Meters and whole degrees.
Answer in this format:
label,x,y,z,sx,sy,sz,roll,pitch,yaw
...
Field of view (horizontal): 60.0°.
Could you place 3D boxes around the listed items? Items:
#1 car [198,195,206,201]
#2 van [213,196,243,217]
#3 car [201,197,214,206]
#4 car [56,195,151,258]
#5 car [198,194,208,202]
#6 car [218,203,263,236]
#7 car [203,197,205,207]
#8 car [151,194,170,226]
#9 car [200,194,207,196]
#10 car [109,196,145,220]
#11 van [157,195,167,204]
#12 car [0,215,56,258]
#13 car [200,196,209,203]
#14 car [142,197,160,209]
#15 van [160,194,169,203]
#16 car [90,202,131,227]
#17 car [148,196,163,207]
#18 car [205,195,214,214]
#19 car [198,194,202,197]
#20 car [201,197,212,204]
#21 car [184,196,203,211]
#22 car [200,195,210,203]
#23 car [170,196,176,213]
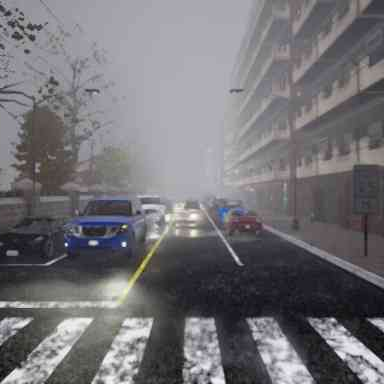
label,x,y,z,sx,sy,sz,roll,pitch,yaw
car,2.716,1.550,91.530,1.967,1.590,4.097,0,0,0
van,2.700,1.346,23.969,1.690,1.788,3.998,0,0,0
car,2.707,1.590,57.750,2.008,1.369,4.403,0,0,0
car,-3.087,1.222,13.047,2.150,2.045,5.566,0,0,-1
car,2.713,1.397,80.270,2.192,1.841,5.009,0,0,0
car,2.697,1.547,18.338,1.887,1.381,4.507,0,0,0
car,2.703,1.570,40.859,2.008,1.369,4.403,0,0,0
car,-3.074,1.227,23.759,2.150,2.045,5.566,0,0,0
car,2.707,1.347,52.119,2.192,1.841,5.009,0,0,0
car,-5.680,1.324,29.601,2.192,1.841,5.009,0,0,0
van,-5.672,1.389,63.382,1.690,1.788,3.998,0,0,0
car,-5.684,1.567,12.710,1.947,1.339,4.313,0,0,0
car,2.711,1.652,74.640,1.802,1.307,4.206,0,0,0
car,-5.676,1.465,46.492,1.967,1.590,4.097,0,0,0
van,-5.670,1.399,69.011,1.690,1.788,3.998,0,0,0
car,-5.681,1.530,23.801,1.752,1.417,4.829,0,0,0
car,-5.674,1.472,52.121,1.967,1.590,4.097,0,0,0
car,2.702,1.454,35.229,1.967,1.590,4.097,0,0,0
car,0.015,1.523,51.843,2.128,1.511,4.902,0,0,0
car,2.708,1.593,63.380,1.887,1.381,4.507,0,0,0
car,0.011,1.584,41.806,1.994,1.385,4.181,0,0,0
car,2.710,1.498,69.009,1.967,1.590,4.097,0,0,0
car,-3.046,1.507,37.046,2.128,1.511,4.902,0,0,1
